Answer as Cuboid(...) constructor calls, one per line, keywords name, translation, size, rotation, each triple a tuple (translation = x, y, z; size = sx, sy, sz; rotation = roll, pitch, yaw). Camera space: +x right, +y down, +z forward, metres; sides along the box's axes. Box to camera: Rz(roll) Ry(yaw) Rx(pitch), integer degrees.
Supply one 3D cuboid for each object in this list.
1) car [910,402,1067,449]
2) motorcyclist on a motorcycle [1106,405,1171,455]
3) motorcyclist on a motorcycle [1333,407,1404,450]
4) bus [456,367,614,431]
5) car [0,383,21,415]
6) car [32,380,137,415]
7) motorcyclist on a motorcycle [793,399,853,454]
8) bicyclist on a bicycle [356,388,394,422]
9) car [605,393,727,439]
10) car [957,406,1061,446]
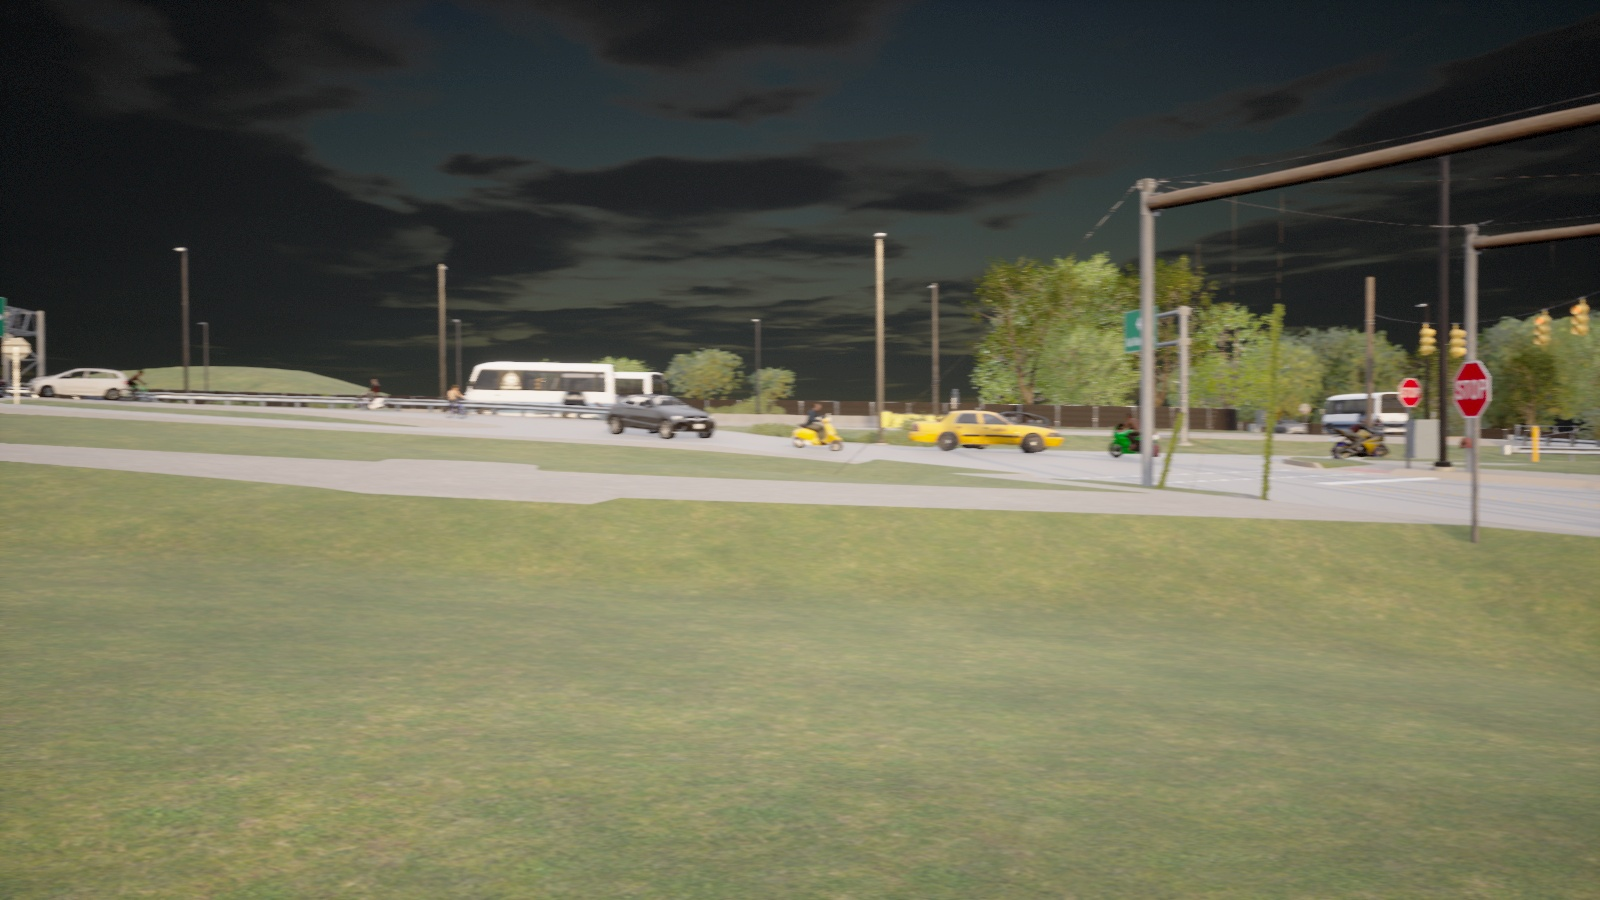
Cuboid(name="car", translation=(6.563, -0.870, 44.233), size=(5.366, 1.575, 1.801), rotation=(0, 1, 5))
Cuboid(name="motorcyclist on a motorcycle", translation=(10.897, -0.673, 40.513), size=(0.797, 1.523, 2.044), rotation=(-2, 3, -31))
Cuboid(name="motorcyclist on a motorcycle", translation=(20.413, -0.762, 45.108), size=(2.191, 1.530, 0.866), rotation=(0, 1, -7))
Cuboid(name="bus", translation=(-18.043, -3.464, 86.321), size=(10.273, 4.253, 3.944), rotation=(0, 1, -7))
Cuboid(name="car", translation=(-35.928, -2.255, 54.390), size=(1.812, 1.442, 4.674), rotation=(2, 1, -6))
Cuboid(name="car", translation=(-37.401, -2.715, 65.649), size=(4.611, 1.667, 2.242), rotation=(1, 1, -34))
Cuboid(name="motorcyclist on a motorcycle", translation=(0.779, -0.795, 42.071), size=(1.817, 1.590, 0.866), rotation=(4, 12, 22))
Cuboid(name="bicyclist on a bicycle", translation=(-22.821, -2.437, 67.458), size=(1.843, 1.776, 0.659), rotation=(2, 3, 13))
Cuboid(name="car", translation=(-5.313, -1.378, 49.267), size=(2.152, 1.651, 5.027), rotation=(-3, 5, -43))
Cuboid(name="car", translation=(8.342, -0.942, 50.301), size=(3.705, 1.549, 1.789), rotation=(0, 1, -11))
